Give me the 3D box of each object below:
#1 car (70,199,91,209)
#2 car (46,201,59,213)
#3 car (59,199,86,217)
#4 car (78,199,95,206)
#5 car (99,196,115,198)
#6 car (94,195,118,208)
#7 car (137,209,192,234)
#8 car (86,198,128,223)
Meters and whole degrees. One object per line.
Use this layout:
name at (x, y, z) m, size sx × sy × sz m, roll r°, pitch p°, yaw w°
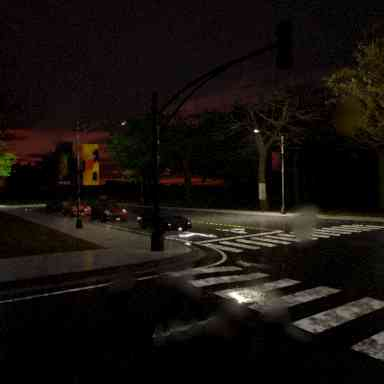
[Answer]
car at (-19.666, 2.080, 58.679) m, size 2.033 × 1.411 × 5.357 m, roll -1°, pitch 0°, yaw -35°
car at (-18.865, 2.036, 46.116) m, size 1.882 × 1.535 × 5.008 m, roll -1°, pitch 0°, yaw -35°
car at (-13.112, 1.813, 37.810) m, size 2.097 × 1.767 × 4.553 m, roll -1°, pitch 0°, yaw -35°
car at (-21.161, 2.102, 66.657) m, size 1.994 × 1.385 × 4.181 m, roll -1°, pitch 0°, yaw -35°
car at (-13.807, 1.784, 50.366) m, size 2.097 × 1.767 × 4.553 m, roll -1°, pitch 0°, yaw -35°
car at (-15.047, 1.654, 57.910) m, size 2.150 × 2.045 × 5.566 m, roll -1°, pitch 0°, yaw -35°
car at (-2.010, 1.820, 22.034) m, size 2.033 × 1.411 × 5.357 m, roll -1°, pitch 0°, yaw -29°
car at (-7.505, 1.718, 29.789) m, size 2.097 × 1.767 × 4.553 m, roll -1°, pitch 0°, yaw -35°
